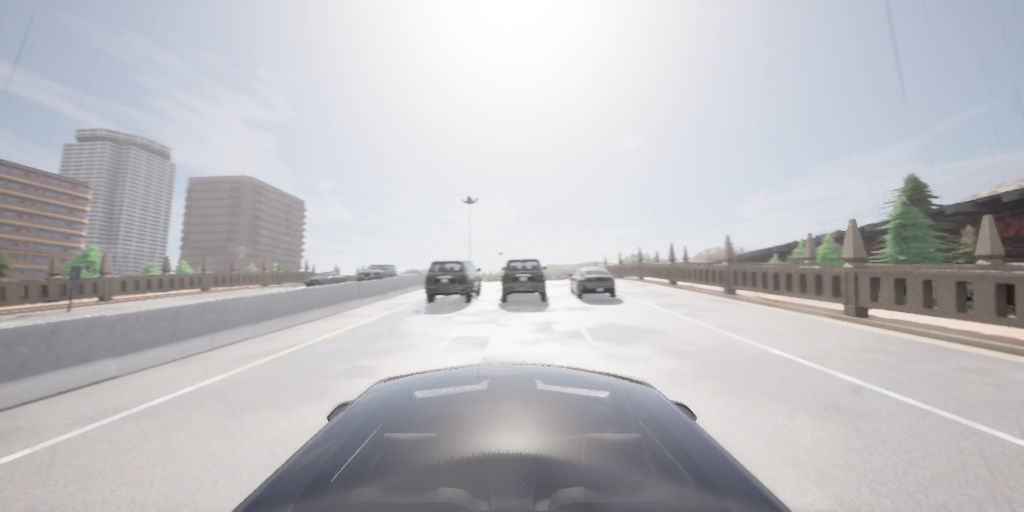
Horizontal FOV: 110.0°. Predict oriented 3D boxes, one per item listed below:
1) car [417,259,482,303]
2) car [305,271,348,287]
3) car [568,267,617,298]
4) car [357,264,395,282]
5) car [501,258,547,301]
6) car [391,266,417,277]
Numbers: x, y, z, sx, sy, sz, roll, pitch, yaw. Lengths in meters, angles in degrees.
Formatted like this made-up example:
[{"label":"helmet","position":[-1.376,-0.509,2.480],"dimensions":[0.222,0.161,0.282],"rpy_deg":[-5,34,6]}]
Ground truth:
[{"label":"car","position":[-2.886,1.204,18.591],"dimensions":[2.150,2.045,5.566],"rpy_deg":[-1,0,2]},{"label":"car","position":[-16.464,2.082,32.057],"dimensions":[1.994,1.385,4.181],"rpy_deg":[-1,-2,3]},{"label":"car","position":[4.137,1.324,18.912],"dimensions":[1.837,1.490,4.892],"rpy_deg":[-1,0,2]},{"label":"car","position":[-12.832,1.773,34.712],"dimensions":[2.150,2.045,5.566],"rpy_deg":[-1,-3,3]},{"label":"car","position":[0.613,1.120,18.543],"dimensions":[2.150,2.045,5.566],"rpy_deg":[-1,0,2]},{"label":"car","position":[-9.368,1.955,33.825],"dimensions":[1.812,1.442,4.674],"rpy_deg":[-1,-3,3]}]
